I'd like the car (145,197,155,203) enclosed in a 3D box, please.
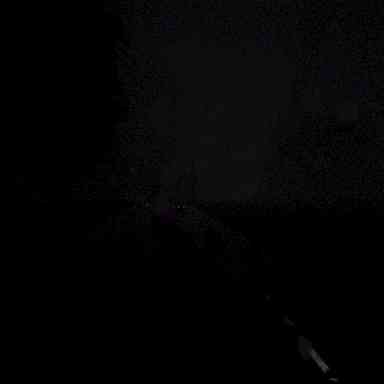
[{"bbox_3d":[-9.449,1.752,74.304,1.994,1.385,4.181,0,0,-9],"label":"car"}]

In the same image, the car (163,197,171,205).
[{"bbox_3d":[-4.764,1.784,67.227,2.033,1.411,5.357,0,0,-8],"label":"car"}]

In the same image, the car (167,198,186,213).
[{"bbox_3d":[-1.777,1.806,41.169,2.033,1.411,5.357,0,0,-5],"label":"car"}]
